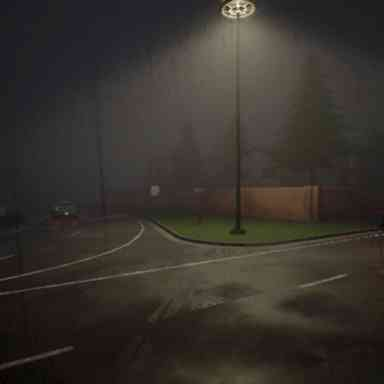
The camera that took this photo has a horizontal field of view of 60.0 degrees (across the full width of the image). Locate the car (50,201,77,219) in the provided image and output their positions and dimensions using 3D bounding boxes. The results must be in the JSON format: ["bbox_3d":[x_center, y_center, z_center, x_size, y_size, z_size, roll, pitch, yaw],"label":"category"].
[{"bbox_3d":[-11.197,1.520,28.991,1.812,1.442,4.674,0,0,-27],"label":"car"}]

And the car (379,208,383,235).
[{"bbox_3d":[11.265,1.206,16.079,5.566,2.045,2.150,0,0,-35],"label":"car"}]
